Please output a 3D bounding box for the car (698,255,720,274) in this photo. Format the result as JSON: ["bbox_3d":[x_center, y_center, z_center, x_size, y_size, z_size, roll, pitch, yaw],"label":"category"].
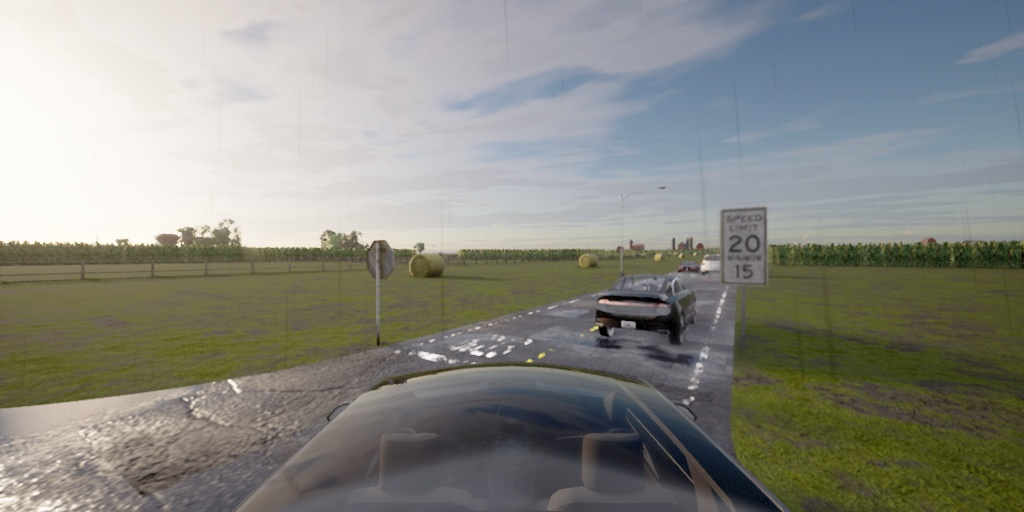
[{"bbox_3d":[20.432,0.904,36.003,2.150,2.045,5.566,0,0,33],"label":"car"}]

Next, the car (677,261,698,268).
[{"bbox_3d":[20.177,1.236,40.856,1.994,1.385,4.181,0,0,32],"label":"car"}]

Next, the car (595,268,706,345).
[{"bbox_3d":[3.744,1.231,9.607,2.128,1.511,4.902,0,0,32],"label":"car"}]
